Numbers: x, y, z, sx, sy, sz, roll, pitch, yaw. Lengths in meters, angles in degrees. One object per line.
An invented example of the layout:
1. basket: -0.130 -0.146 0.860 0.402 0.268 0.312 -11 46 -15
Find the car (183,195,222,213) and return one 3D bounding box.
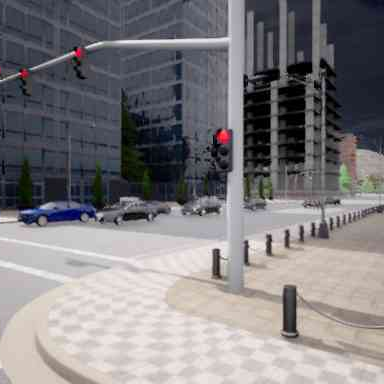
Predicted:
1. car: 1.231 1.221 36.436 2.097 1.767 4.553 0 0 36

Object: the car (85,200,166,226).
1. car: -4.378 1.374 22.690 2.128 1.511 4.902 0 0 36

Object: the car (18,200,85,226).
1. car: -8.981 1.347 22.304 1.882 1.535 5.008 0 0 36

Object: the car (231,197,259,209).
1. car: 7.195 1.395 44.667 1.812 1.442 4.674 0 0 36

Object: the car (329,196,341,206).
1. car: 22.691 1.387 53.899 2.128 1.511 4.902 0 0 36

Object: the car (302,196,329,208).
1. car: 16.708 1.443 45.583 2.033 1.411 5.357 0 0 36

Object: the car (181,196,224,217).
1. car: 0.964 1.234 30.092 2.097 1.767 4.553 0 0 36

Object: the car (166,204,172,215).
1. car: -3.711 1.433 29.587 1.994 1.385 4.181 0 0 36

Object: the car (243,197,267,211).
1. car: 7.036 1.387 38.491 1.837 1.490 4.892 0 0 36
